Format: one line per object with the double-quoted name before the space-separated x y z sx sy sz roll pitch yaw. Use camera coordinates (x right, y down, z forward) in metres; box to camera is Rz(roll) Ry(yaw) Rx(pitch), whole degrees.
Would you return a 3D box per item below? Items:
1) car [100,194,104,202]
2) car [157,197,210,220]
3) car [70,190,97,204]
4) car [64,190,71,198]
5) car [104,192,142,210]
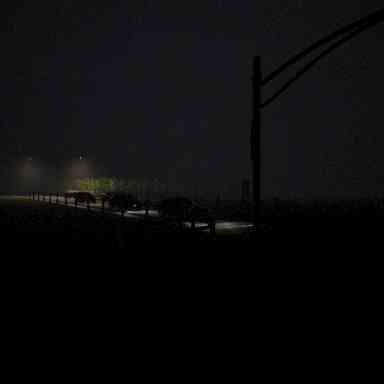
"car" -10.886 0.713 45.245 1.882 1.535 5.008 0 1 -35
"car" -0.720 1.114 24.208 1.882 1.535 5.008 0 1 -35
"car" -13.893 0.748 43.119 1.812 1.442 4.674 0 1 -35
"car" -22.405 0.374 61.746 2.128 1.511 4.902 0 1 -35
"car" -6.650 0.954 32.712 1.837 1.490 4.892 0 1 -35
